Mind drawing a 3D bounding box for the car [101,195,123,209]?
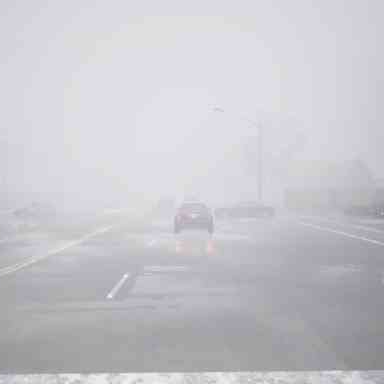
[{"bbox_3d":[-10.621,1.542,44.911,2.033,1.411,5.357,0,0,0],"label":"car"}]

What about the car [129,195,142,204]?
[{"bbox_3d":[-10.533,1.411,61.829,1.837,1.490,4.892,0,0,0],"label":"car"}]

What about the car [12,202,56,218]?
[{"bbox_3d":[-14.116,1.597,29.966,1.895,1.301,4.718,0,0,0],"label":"car"}]

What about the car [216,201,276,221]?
[{"bbox_3d":[4.220,1.474,27.050,5.008,1.535,1.882,0,0,1],"label":"car"}]

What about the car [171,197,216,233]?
[{"bbox_3d":[0.090,1.350,19.746,2.097,1.767,4.553,0,0,0],"label":"car"}]

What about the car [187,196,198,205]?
[{"bbox_3d":[0.061,1.541,62.265,2.033,1.411,5.357,0,0,0],"label":"car"}]

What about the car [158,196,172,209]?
[{"bbox_3d":[-3.450,1.346,45.256,2.097,1.767,4.553,0,0,0],"label":"car"}]

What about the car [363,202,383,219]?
[{"bbox_3d":[17.443,1.222,27.069,5.566,2.045,2.150,0,0,-1],"label":"car"}]

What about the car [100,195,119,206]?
[{"bbox_3d":[-14.076,1.345,57.036,2.097,1.767,4.553,0,0,0],"label":"car"}]

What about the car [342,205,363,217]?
[{"bbox_3d":[16.480,1.597,30.561,4.718,1.301,1.895,0,0,-1],"label":"car"}]
